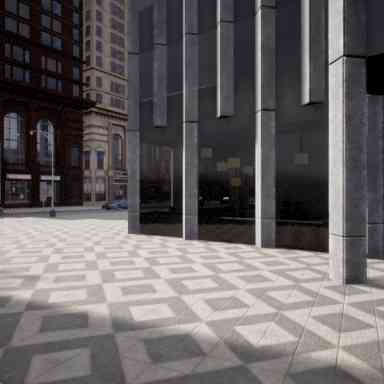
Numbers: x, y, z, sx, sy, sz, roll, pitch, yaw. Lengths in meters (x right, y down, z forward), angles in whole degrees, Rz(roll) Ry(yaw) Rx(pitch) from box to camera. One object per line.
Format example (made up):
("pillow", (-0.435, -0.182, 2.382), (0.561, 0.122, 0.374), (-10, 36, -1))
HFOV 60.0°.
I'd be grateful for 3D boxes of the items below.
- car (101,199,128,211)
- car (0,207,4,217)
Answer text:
("car", (-9.128, 1.642, 43.005), (2.033, 1.411, 5.357), (0, 0, 36))
("car", (-18.945, 1.607, 29.264), (1.994, 1.385, 4.181), (0, 0, 36))
